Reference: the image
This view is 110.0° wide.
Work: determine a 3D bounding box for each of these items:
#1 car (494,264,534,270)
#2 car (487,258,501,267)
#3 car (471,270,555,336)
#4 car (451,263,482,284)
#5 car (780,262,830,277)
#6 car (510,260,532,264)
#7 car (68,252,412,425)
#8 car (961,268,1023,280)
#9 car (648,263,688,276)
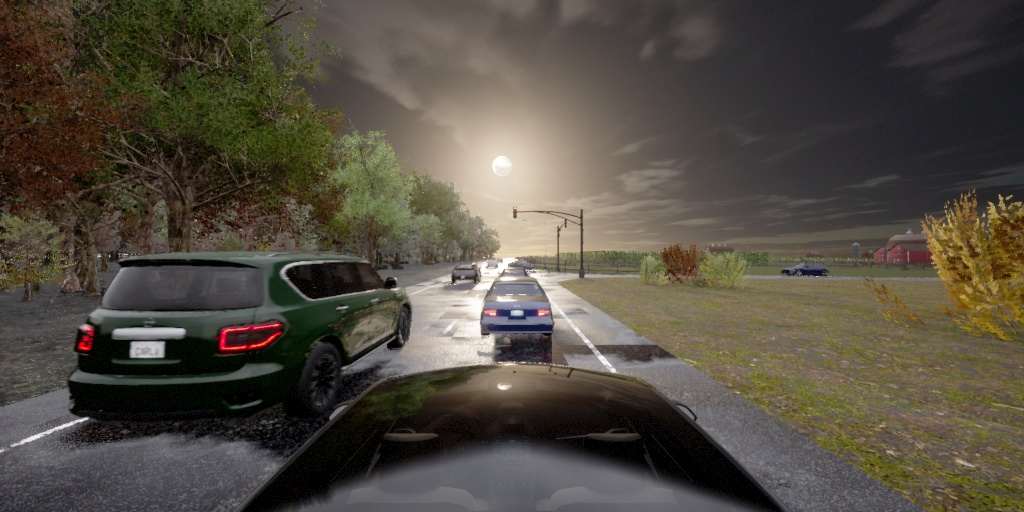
[{"bbox_3d":[0.114,1.318,19.638,1.994,1.385,4.181,0,0,0],"label":"car"},{"bbox_3d":[-3.373,1.280,63.918,1.812,1.442,4.674,0,0,0],"label":"car"},{"bbox_3d":[0.105,1.300,10.396,2.033,1.411,5.357,0,0,0],"label":"car"},{"bbox_3d":[-3.390,1.248,27.223,2.128,1.511,4.902,0,0,0],"label":"car"},{"bbox_3d":[33.964,1.529,41.684,4.553,1.767,2.097,1,-1,0],"label":"car"},{"bbox_3d":[1.081,1.297,49.227,2.033,1.411,5.357,0,0,-25],"label":"car"},{"bbox_3d":[-3.398,0.972,6.023,2.150,2.045,5.566,0,0,0],"label":"car"},{"bbox_3d":[51.436,1.910,37.965,4.718,1.301,1.895,1,-1,1],"label":"car"},{"bbox_3d":[17.962,1.508,41.782,4.892,1.490,1.837,1,-1,1],"label":"car"}]
